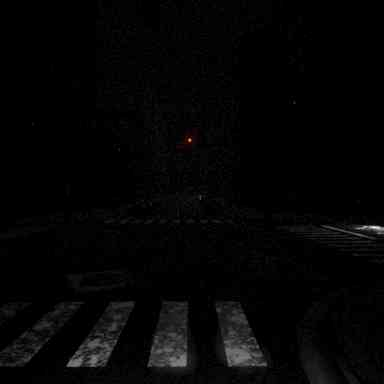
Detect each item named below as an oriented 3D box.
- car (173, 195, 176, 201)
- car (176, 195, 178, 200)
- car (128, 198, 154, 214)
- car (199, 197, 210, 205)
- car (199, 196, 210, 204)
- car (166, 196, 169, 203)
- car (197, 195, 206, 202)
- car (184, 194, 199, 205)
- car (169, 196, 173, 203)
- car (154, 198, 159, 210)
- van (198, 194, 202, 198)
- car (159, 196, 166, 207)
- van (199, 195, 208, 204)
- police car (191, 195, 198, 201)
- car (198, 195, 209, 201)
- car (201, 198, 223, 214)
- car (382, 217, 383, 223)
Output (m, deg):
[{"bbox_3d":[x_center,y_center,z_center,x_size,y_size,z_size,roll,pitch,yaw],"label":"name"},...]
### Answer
[{"bbox_3d":[-5.608,1.694,80.191,2.008,1.369,4.403,0,0,0],"label":"car"},{"bbox_3d":[-5.590,1.721,91.213,1.887,1.381,4.507,0,0,0],"label":"car"},{"bbox_3d":[-5.677,1.480,36.106,1.967,1.590,4.097,0,0,0],"label":"car"},{"bbox_3d":[2.391,1.647,63.647,2.008,1.369,4.403,0,0,0],"label":"car"},{"bbox_3d":[2.365,1.641,47.115,1.802,1.307,4.206,0,0,0],"label":"car"},{"bbox_3d":[-5.642,1.634,58.148,2.008,1.369,4.403,0,0,0],"label":"car"},{"bbox_3d":[2.426,1.600,85.690,1.967,1.590,4.097,0,0,0],"label":"car"},{"bbox_3d":[-0.147,1.574,63.333,1.882,1.535,5.008,0,0,0],"label":"car"},{"bbox_3d":[-5.625,1.552,69.170,1.967,1.590,4.097,0,0,0],"label":"car"},{"bbox_3d":[-5.668,1.490,41.617,1.967,1.590,4.097,0,0,0],"label":"car"},{"bbox_3d":[2.382,1.424,58.136,1.690,1.788,3.998,0,0,0],"label":"van"},{"bbox_3d":[-5.651,1.653,52.638,1.802,1.307,4.206,0,0,0],"label":"car"},{"bbox_3d":[2.400,1.453,69.158,1.690,1.788,3.998,0,0,0],"label":"van"},{"bbox_3d":[0.621,1.599,90.173,1.930,1.638,5.238,0,0,0],"label":"police car"},{"bbox_3d":[2.374,1.637,52.626,1.947,1.339,4.313,0,0,0],"label":"car"},{"bbox_3d":[2.348,1.606,36.092,1.947,1.339,4.313,0,0,0],"label":"car"},{"bbox_3d":[14.199,1.511,20.610,4.181,1.385,1.994,0,0,0],"label":"car"}]
